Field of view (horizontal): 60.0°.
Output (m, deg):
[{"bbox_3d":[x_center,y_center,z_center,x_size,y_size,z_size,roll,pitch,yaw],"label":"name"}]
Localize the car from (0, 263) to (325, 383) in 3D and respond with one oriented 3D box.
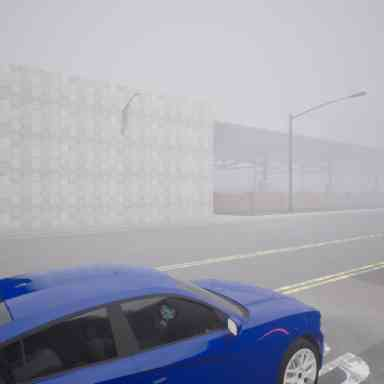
[{"bbox_3d":[-0.723,1.478,3.234,5.008,1.535,1.882,0,0,-36],"label":"car"}]
